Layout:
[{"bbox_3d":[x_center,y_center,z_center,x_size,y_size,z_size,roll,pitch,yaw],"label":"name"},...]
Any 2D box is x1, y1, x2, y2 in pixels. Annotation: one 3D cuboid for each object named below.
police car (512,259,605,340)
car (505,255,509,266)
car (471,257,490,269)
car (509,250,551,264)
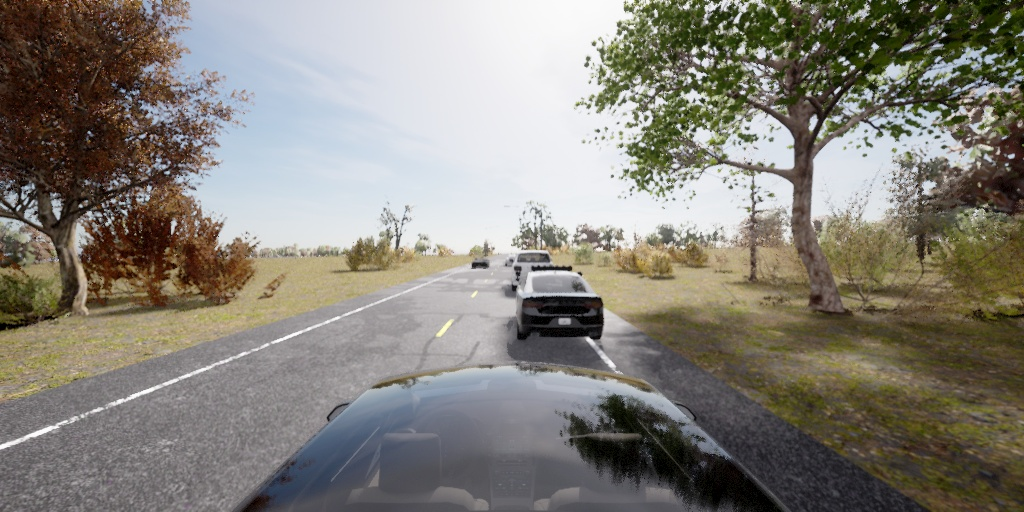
[{"bbox_3d":[1.052,1.059,9.715,1.930,1.638,5.238,0,1,0],"label":"police car"},{"bbox_3d":[0.052,0.593,48.334,1.812,1.442,4.674,0,1,1],"label":"car"},{"bbox_3d":[-3.580,0.769,41.396,1.895,1.301,4.718,0,1,0],"label":"car"},{"bbox_3d":[1.056,0.713,19.632,2.150,2.045,5.566,0,1,0],"label":"car"}]
